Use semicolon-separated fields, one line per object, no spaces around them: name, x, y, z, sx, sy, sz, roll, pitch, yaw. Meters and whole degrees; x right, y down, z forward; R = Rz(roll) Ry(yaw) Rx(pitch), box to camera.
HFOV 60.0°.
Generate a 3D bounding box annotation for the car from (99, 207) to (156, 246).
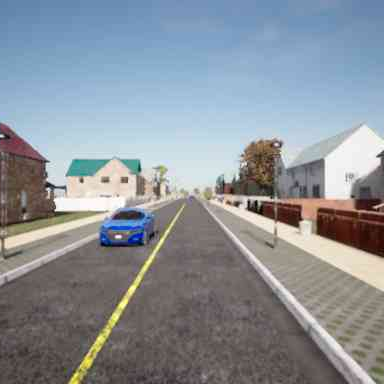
car;-2.816;1.454;15.309;1.882;1.535;5.008;0;0;0
